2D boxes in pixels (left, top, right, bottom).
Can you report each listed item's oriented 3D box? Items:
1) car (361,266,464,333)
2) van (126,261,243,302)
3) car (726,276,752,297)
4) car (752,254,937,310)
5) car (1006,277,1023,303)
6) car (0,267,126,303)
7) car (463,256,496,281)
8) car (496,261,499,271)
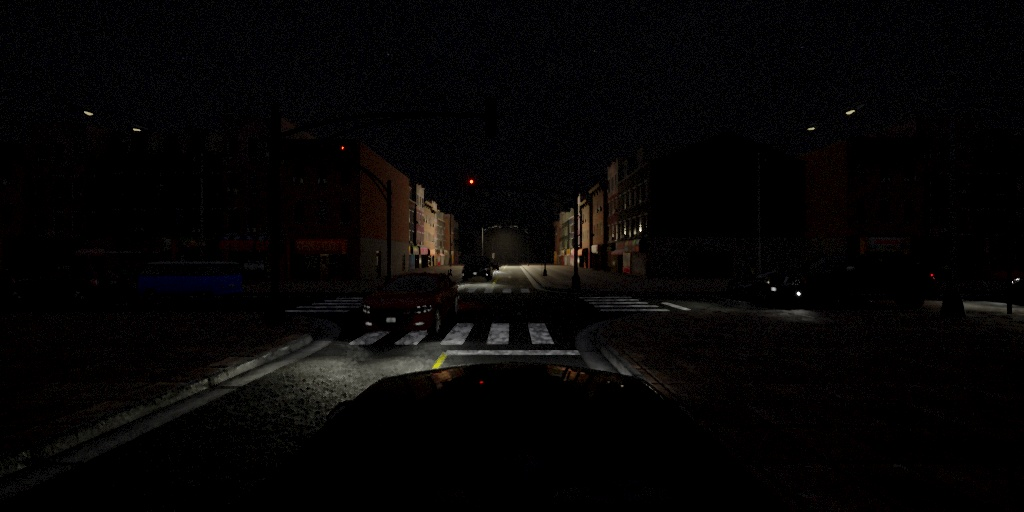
[{"bbox_3d":[-2.832,1.230,10.907,1.882,1.535,5.008,0,0,0],"label":"car"},{"bbox_3d":[-14.716,1.124,16.454,3.998,1.789,1.690,0,0,0],"label":"van"},{"bbox_3d":[12.286,1.267,16.532,4.403,1.370,2.007,0,0,0],"label":"car"},{"bbox_3d":[12.972,0.935,13.998,5.566,2.045,2.150,0,0,0],"label":"car"},{"bbox_3d":[22.656,1.048,14.022,4.553,1.767,2.097,0,0,0],"label":"car"},{"bbox_3d":[-20.191,1.239,16.438,4.097,1.591,1.967,0,0,0],"label":"car"},{"bbox_3d":[-2.802,0.987,30.134,2.150,2.045,5.566,0,0,1],"label":"car"},{"bbox_3d":[-2.745,1.383,49.679,1.895,1.301,4.718,0,0,0],"label":"car"}]
